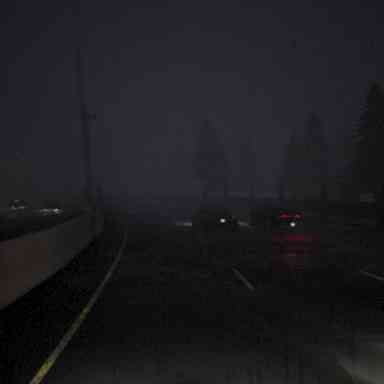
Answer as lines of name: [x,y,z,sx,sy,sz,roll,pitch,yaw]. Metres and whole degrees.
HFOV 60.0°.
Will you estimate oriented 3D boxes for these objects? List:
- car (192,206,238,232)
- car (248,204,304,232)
car: [1.278,1.536,20.115,1.994,1.385,4.181,0,0,-11]
car: [4.880,1.467,19.991,1.837,1.490,4.892,0,0,-11]
